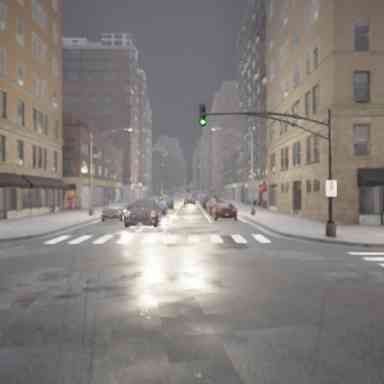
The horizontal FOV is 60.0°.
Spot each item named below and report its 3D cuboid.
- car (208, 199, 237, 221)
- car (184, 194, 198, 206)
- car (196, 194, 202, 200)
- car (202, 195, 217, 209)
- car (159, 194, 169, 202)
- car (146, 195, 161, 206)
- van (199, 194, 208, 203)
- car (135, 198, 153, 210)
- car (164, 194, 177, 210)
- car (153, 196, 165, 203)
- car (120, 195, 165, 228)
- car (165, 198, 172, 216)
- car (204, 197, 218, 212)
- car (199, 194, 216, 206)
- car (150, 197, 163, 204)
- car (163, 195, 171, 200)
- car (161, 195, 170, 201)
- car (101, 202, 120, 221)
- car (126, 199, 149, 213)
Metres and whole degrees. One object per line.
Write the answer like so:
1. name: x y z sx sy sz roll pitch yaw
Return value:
1. car: 2.541 1.484 26.532 1.887 1.381 4.507 0 0 -1
2. car: -0.383 1.497 54.029 1.895 1.301 4.718 0 0 -1
3. car: 1.930 1.401 92.788 1.752 1.417 4.829 0 0 -1
4. car: 2.438 1.436 37.716 1.752 1.417 4.829 0 0 -1
5. car: -6.441 1.352 76.029 1.967 1.590 4.097 0 0 -1
6. car: -6.238 1.363 53.996 1.967 1.590 4.097 0 0 -1
7. van: 2.185 1.216 65.080 1.690 1.788 3.998 0 0 -1
8. car: -6.136 1.521 42.980 1.802 1.307 4.206 0 0 -1
9. car: -3.288 1.405 42.523 1.882 1.535 5.008 0 0 0
10. car: -6.339 1.480 65.012 1.947 1.339 4.313 0 0 -1
11. car: -3.172 1.331 22.216 2.097 1.767 4.553 0 0 -1
12. car: -3.261 1.552 32.056 1.895 1.301 4.718 0 0 0
13. car: 2.491 1.490 32.039 1.947 1.339 4.313 0 0 -1
14. car: 2.389 1.215 43.052 2.192 1.841 5.009 0 0 -1
15. car: -6.288 1.500 59.504 1.802 1.307 4.206 0 0 -1
16. car: -6.542 1.495 87.046 1.802 1.307 4.206 0 0 -1
17. car: -6.490 1.438 81.368 1.752 1.417 4.829 0 0 -1
18. car: -5.984 1.529 26.457 2.008 1.369 4.403 0 0 -1
19. car: -6.085 1.495 37.473 1.887 1.381 4.507 0 0 -1
